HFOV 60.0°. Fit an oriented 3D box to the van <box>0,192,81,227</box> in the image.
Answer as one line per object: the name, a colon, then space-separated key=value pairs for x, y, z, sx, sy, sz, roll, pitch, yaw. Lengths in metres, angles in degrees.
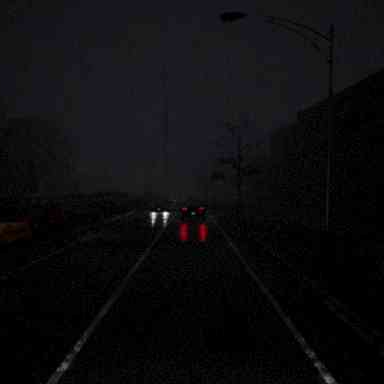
van: x=-8.772 y=1.124 z=18.328 sx=4.442 sy=1.987 sz=1.878 roll=0 pitch=0 yaw=0

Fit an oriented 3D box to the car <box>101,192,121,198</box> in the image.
car: x=-22.081 y=0.820 z=90.333 sx=4.892 sy=1.521 sz=2.231 roll=0 pitch=1 yaw=0

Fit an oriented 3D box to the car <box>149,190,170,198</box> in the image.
car: x=-8.968 y=0.556 z=91.219 sx=5.566 sy=2.045 sz=2.435 roll=0 pitch=1 yaw=0

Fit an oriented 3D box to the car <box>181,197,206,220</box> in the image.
car: x=0.096 y=1.360 z=26.366 sx=1.812 sy=1.442 sz=4.674 roll=0 pitch=0 yaw=0

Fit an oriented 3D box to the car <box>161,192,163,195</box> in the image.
car: x=-8.960 y=1.116 z=68.790 sx=4.674 sy=1.452 sz=2.002 roll=0 pitch=0 yaw=0

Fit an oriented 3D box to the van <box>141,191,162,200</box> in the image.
van: x=-9.088 y=0.794 z=74.398 sx=4.442 sy=1.987 sz=1.878 roll=0 pitch=1 yaw=0

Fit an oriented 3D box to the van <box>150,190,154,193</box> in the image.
van: x=-9.059 y=0.936 z=54.770 sx=4.442 sy=1.987 sz=1.878 roll=0 pitch=0 yaw=0

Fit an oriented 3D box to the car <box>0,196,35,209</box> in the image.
car: x=-22.006 y=1.238 z=40.364 sx=4.892 sy=1.521 sz=2.231 roll=0 pitch=0 yaw=0

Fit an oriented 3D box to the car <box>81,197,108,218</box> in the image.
car: x=-8.868 y=1.350 z=23.936 sx=4.792 sy=1.488 sz=2.163 roll=0 pitch=0 yaw=0

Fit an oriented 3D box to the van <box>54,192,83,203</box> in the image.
van: x=-22.146 y=0.911 z=59.793 sx=4.442 sy=1.987 sz=1.878 roll=0 pitch=0 yaw=0

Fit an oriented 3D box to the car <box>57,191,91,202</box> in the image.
car: x=-22.062 y=0.871 z=62.569 sx=5.566 sy=2.045 sz=2.435 roll=0 pitch=0 yaw=0

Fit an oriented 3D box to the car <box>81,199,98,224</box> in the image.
car: x=-8.864 y=1.365 z=21.132 sx=4.792 sy=1.488 sz=2.163 roll=0 pitch=0 yaw=0

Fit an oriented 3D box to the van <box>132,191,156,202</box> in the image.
van: x=-9.071 y=0.892 z=63.178 sx=4.442 sy=1.987 sz=1.878 roll=0 pitch=0 yaw=0

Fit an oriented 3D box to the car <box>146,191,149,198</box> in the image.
car: x=-8.897 y=0.968 z=43.557 sx=5.566 sy=2.045 sz=2.435 roll=0 pitch=0 yaw=0

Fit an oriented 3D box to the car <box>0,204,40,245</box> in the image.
car: x=-9.066 y=1.375 z=12.722 sx=5.366 sy=1.575 sz=1.946 roll=0 pitch=0 yaw=0

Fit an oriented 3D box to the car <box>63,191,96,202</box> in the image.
car: x=-22.009 y=0.852 z=65.346 sx=5.566 sy=2.045 sz=2.435 roll=0 pitch=0 yaw=0

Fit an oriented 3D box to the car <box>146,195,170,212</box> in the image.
car: x=-3.351 y=1.329 z=36.214 sx=2.033 sy=1.411 sz=5.357 roll=0 pitch=0 yaw=0

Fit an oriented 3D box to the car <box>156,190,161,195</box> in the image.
car: x=-8.922 y=0.882 z=60.377 sx=5.566 sy=2.045 sz=2.435 roll=0 pitch=0 yaw=0

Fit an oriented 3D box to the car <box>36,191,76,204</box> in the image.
car: x=-22.050 y=0.914 z=54.242 sx=5.566 sy=2.045 sz=2.435 roll=0 pitch=0 yaw=0

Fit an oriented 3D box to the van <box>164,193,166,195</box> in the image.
van: x=-8.859 y=0.762 z=77.200 sx=4.442 sy=1.987 sz=1.878 roll=0 pitch=1 yaw=0

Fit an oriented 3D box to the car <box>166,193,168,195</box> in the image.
car: x=-8.974 y=0.953 z=80.009 sx=5.008 sy=1.535 sz=2.097 roll=0 pitch=1 yaw=0

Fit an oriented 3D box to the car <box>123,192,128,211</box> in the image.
car: x=-8.940 y=1.152 z=32.344 sx=4.553 sy=1.767 sz=2.185 roll=0 pitch=0 yaw=0

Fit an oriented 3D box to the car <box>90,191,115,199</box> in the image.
car: x=-22.033 y=0.676 z=82.003 sx=5.566 sy=2.045 sz=2.435 roll=0 pitch=1 yaw=0

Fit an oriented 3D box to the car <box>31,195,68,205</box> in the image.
car: x=-21.988 y=1.209 z=51.468 sx=4.792 sy=1.488 sz=2.163 roll=0 pitch=0 yaw=0

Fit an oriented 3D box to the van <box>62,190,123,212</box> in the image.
van: x=-8.788 y=1.066 z=29.541 sx=4.442 sy=1.987 sz=1.878 roll=0 pitch=0 yaw=0

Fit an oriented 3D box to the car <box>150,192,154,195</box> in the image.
car: x=-8.932 y=1.177 z=51.968 sx=4.892 sy=1.521 sz=2.231 roll=0 pitch=0 yaw=0

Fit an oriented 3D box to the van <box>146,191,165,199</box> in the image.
van: x=-9.100 y=0.691 z=82.809 sx=4.442 sy=1.987 sz=1.878 roll=0 pitch=1 yaw=0

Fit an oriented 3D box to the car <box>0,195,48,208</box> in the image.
car: x=-21.820 y=1.219 z=43.141 sx=5.366 sy=1.575 sz=1.946 roll=0 pitch=0 yaw=0

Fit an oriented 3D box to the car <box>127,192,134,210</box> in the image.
car: x=-8.882 y=1.137 z=35.148 sx=4.553 sy=1.767 sz=2.185 roll=0 pitch=0 yaw=0

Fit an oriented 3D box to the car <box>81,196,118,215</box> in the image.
car: x=-8.896 y=1.306 z=26.739 sx=5.008 sy=1.535 sz=2.097 roll=0 pitch=0 yaw=0

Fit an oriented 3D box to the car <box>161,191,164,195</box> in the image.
car: x=-8.996 y=1.081 z=71.598 sx=4.792 sy=1.488 sz=2.163 roll=0 pitch=1 yaw=0

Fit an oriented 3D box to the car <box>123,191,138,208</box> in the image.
car: x=-8.886 y=1.123 z=37.951 sx=4.553 sy=1.767 sz=2.185 roll=0 pitch=0 yaw=0

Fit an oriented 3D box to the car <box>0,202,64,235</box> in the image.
car: x=-8.914 y=1.394 z=15.526 sx=4.792 sy=1.488 sz=2.163 roll=0 pitch=0 yaw=0

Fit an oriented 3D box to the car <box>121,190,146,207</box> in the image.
car: x=-8.893 y=0.983 z=40.754 sx=5.566 sy=2.045 sz=2.435 roll=0 pitch=0 yaw=0

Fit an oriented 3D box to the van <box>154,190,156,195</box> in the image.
van: x=-9.063 y=0.922 z=57.573 sx=4.442 sy=1.987 sz=1.878 roll=0 pitch=0 yaw=0
